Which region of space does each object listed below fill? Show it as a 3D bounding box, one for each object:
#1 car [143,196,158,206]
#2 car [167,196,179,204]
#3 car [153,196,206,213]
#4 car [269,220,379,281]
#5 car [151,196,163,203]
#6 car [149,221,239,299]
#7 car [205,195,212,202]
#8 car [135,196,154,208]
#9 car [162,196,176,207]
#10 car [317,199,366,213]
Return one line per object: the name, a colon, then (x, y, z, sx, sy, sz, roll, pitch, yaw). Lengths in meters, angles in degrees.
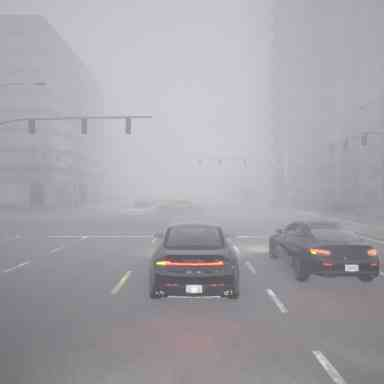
car: (-7.079, 1.477, 57.527, 1.882, 1.535, 5.008, 0, 0, 0)
car: (-3.545, 1.547, 62.808, 2.033, 1.411, 5.357, 0, 0, 0)
car: (-1.279, 1.477, 35.779, 5.008, 1.535, 1.882, 0, 0, 1)
car: (3.564, 1.526, 9.693, 1.812, 1.442, 4.674, 0, 0, 0)
car: (-7.019, 1.564, 67.491, 1.994, 1.385, 4.181, 0, 0, 1)
car: (0.058, 1.505, 8.437, 1.837, 1.490, 4.892, 0, 0, 0)
car: (3.501, 1.363, 73.944, 1.812, 1.442, 4.674, 0, 0, 0)
car: (-7.086, 1.601, 48.423, 1.895, 1.301, 4.718, 0, 0, 0)
car: (-3.568, 1.477, 52.546, 1.882, 1.535, 5.008, 0, 0, 0)
car: (16.022, 1.505, 35.756, 4.892, 1.490, 1.837, 0, 0, 3)
